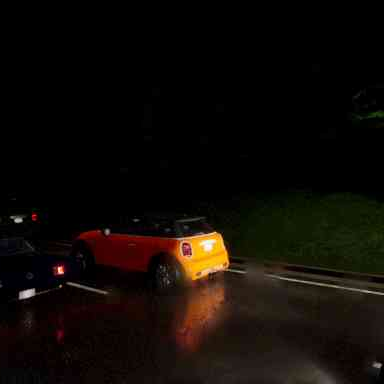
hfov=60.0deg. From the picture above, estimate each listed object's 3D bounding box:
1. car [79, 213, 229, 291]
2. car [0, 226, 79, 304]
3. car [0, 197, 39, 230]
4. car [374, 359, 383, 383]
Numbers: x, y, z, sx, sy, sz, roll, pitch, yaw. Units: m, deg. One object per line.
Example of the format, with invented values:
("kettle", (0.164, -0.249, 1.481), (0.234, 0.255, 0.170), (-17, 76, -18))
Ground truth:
("car", (-1.337, 1.352, 9.251), (4.553, 1.767, 2.097), (0, 0, 36))
("car", (-4.863, 1.601, 7.465), (4.718, 1.301, 1.895), (0, 0, 35))
("car", (-9.083, 1.222, 14.777), (5.566, 2.045, 2.150), (0, 0, 36))
("car", (3.708, 1.547, 1.341), (5.357, 1.411, 2.033), (0, 0, 35))
